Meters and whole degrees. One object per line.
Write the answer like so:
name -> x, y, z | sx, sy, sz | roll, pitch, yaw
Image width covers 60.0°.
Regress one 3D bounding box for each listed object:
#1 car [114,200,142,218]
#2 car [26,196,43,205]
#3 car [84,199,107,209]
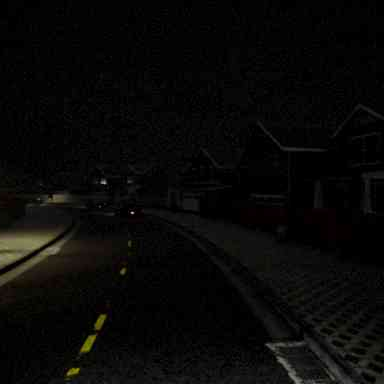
car -> -5.819, 1.464, 29.867 | 1.837, 1.490, 4.892 | 0, 1, -21
car -> -27.180, 1.442, 56.891 | 1.812, 1.442, 4.674 | 0, 0, -45
car -> -12.695, 1.535, 43.501 | 1.895, 1.301, 4.718 | 0, 0, -32
